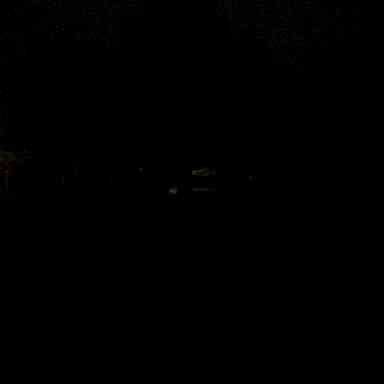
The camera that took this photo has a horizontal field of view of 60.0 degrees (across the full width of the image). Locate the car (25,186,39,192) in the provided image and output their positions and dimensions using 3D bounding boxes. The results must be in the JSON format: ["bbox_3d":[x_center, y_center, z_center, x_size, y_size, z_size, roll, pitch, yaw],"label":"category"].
[{"bbox_3d":[-40.097,-0.657,85.042,2.128,1.511,4.902,-2,0,34],"label":"car"}]
